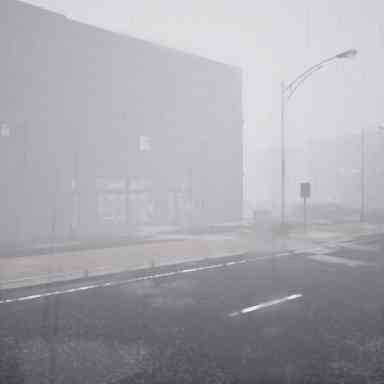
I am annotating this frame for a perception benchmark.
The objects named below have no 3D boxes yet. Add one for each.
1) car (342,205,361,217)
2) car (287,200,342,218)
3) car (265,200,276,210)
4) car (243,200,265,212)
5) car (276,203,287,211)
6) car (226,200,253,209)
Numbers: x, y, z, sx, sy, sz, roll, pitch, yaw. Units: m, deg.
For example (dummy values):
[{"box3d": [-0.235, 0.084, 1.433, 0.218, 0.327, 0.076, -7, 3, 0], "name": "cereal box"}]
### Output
[{"box3d": [14.317, 1.763, 34.088, 2.033, 1.411, 5.357, -1, 0, -36], "name": "car"}, {"box3d": [11.954, 1.811, 32.715, 1.947, 1.339, 4.313, -2, 0, -36], "name": "car"}, {"box3d": [10.787, 1.901, 48.949, 1.802, 1.307, 4.206, -2, 0, -36], "name": "car"}, {"box3d": [6.970, 1.864, 44.351, 1.837, 1.490, 4.892, -1, 0, -36], "name": "car"}, {"box3d": [14.009, 1.806, 44.448, 2.008, 1.369, 4.403, -2, 0, -36], "name": "car"}, {"box3d": [7.565, 1.963, 53.449, 1.802, 1.307, 4.206, -2, 0, -36], "name": "car"}]
